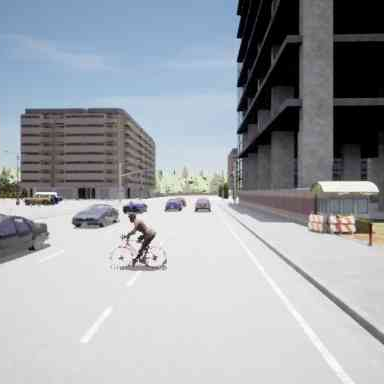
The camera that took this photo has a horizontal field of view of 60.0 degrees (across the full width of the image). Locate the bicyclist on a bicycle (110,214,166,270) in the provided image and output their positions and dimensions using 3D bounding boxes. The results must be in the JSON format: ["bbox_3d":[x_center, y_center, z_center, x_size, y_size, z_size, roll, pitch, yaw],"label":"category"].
[{"bbox_3d":[-1.562,1.451,9.641,1.656,1.620,0.582,0,0,2],"label":"bicyclist on a bicycle"}]

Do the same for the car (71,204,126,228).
[{"bbox_3d":[-6.355,1.547,22.644,2.033,1.411,5.357,0,0,2],"label":"car"}]

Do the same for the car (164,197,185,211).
[{"bbox_3d":[-2.157,1.526,40.251,1.812,1.442,4.674,0,0,2],"label":"car"}]

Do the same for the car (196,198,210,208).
[{"bbox_3d":[1.610,1.564,49.210,1.994,1.385,4.181,0,0,2],"label":"car"}]

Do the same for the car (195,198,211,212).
[{"bbox_3d":[1.296,1.547,38.886,2.033,1.411,5.357,0,0,3],"label":"car"}]

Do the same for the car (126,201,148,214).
[{"bbox_3d":[-5.942,1.601,35.028,1.895,1.301,4.718,0,0,2],"label":"car"}]

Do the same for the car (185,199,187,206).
[{"bbox_3d":[-1.850,1.526,50.466,1.812,1.442,4.674,0,0,2],"label":"car"}]

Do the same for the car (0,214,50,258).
[{"bbox_3d":[-6.776,1.548,11.288,2.033,1.411,5.357,0,0,2],"label":"car"}]
